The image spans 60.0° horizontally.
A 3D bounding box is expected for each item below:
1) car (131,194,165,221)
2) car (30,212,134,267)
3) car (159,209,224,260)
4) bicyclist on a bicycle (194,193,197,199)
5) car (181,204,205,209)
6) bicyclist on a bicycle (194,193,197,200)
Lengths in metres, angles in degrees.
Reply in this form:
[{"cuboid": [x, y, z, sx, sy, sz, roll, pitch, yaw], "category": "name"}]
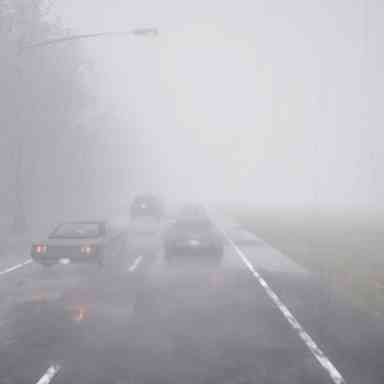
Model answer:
[{"cuboid": [-3.432, 1.188, 26.685, 2.150, 2.045, 5.566, 0, 0, 0], "category": "car"}, {"cuboid": [-3.437, 1.586, 11.243, 1.895, 1.301, 4.718, 0, 0, 0], "category": "car"}, {"cuboid": [0.070, 1.547, 12.398, 1.994, 1.385, 4.181, 0, 0, 0], "category": "car"}, {"cuboid": [0.970, 1.341, 85.297, 0.582, 1.620, 1.656, 0, 0, 0], "category": "bicyclist on a bicycle"}, {"cuboid": [0.064, 1.565, 26.258, 1.895, 1.301, 4.718, 0, 0, 0], "category": "car"}, {"cuboid": [0.969, 1.246, 94.293, 0.659, 1.776, 1.843, 0, 0, 0], "category": "bicyclist on a bicycle"}]
